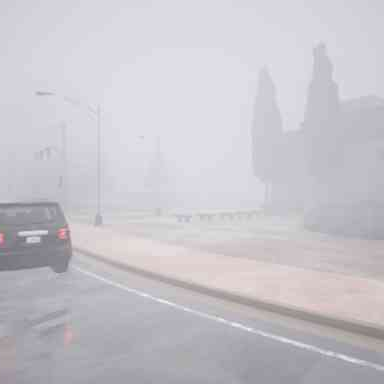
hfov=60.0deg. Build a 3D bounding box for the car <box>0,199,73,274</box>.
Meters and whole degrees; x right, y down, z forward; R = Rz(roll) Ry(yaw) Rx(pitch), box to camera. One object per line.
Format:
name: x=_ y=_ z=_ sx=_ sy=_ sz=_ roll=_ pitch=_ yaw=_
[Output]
car: x=-5.312 y=1.219 z=9.853 sx=2.150 sy=2.045 sz=5.566 roll=0 pitch=0 yaw=-38
